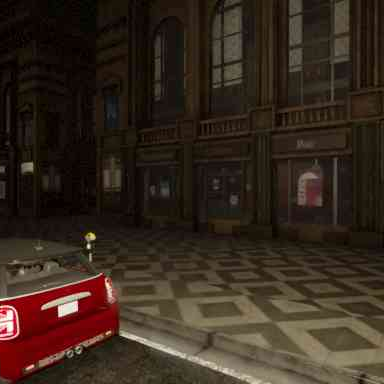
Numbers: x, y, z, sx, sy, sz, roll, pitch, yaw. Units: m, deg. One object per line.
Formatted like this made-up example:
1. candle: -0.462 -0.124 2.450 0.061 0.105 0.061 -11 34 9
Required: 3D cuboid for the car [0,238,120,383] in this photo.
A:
1. car: -3.080 1.440 5.165 4.097 1.590 1.967 0 0 36
